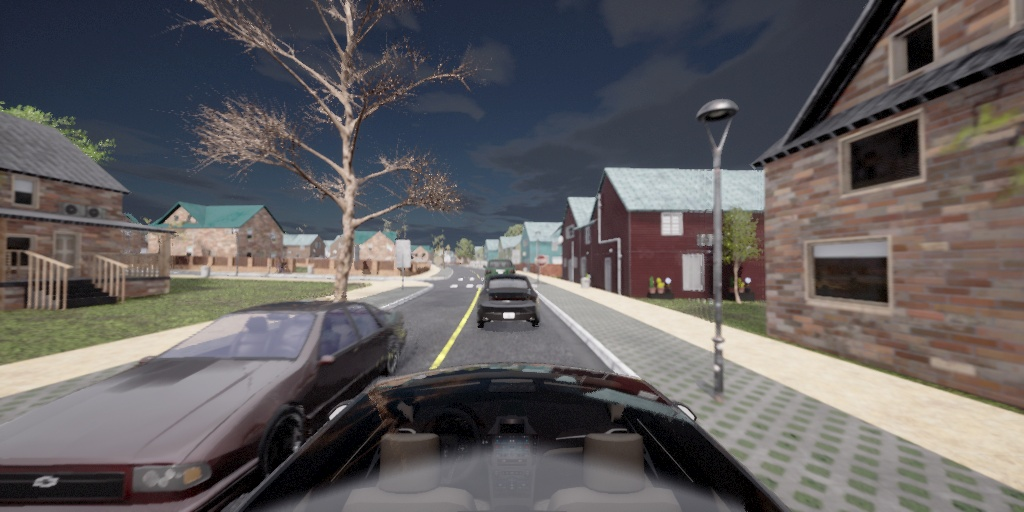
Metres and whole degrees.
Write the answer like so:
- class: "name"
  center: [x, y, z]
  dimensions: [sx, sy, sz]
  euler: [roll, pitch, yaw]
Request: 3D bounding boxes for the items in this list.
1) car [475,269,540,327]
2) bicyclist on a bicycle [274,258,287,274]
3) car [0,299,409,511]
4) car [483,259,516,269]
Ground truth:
- class: "car"
  center: [-0.161, 1.366, 12.048]
  dimensions: [1.837, 1.490, 4.892]
  euler: [0, 0, -2]
- class: "bicyclist on a bicycle"
  center: [-23.016, 0.988, 35.684]
  dimensions: [0.582, 1.620, 1.656]
  euler: [1, -1, 6]
- class: "car"
  center: [-2.899, 1.331, 4.790]
  dimensions: [2.033, 1.411, 5.357]
  euler: [0, -1, -1]
- class: "car"
  center: [-0.898, 1.228, 25.774]
  dimensions: [2.150, 2.045, 5.566]
  euler: [0, -1, -4]
